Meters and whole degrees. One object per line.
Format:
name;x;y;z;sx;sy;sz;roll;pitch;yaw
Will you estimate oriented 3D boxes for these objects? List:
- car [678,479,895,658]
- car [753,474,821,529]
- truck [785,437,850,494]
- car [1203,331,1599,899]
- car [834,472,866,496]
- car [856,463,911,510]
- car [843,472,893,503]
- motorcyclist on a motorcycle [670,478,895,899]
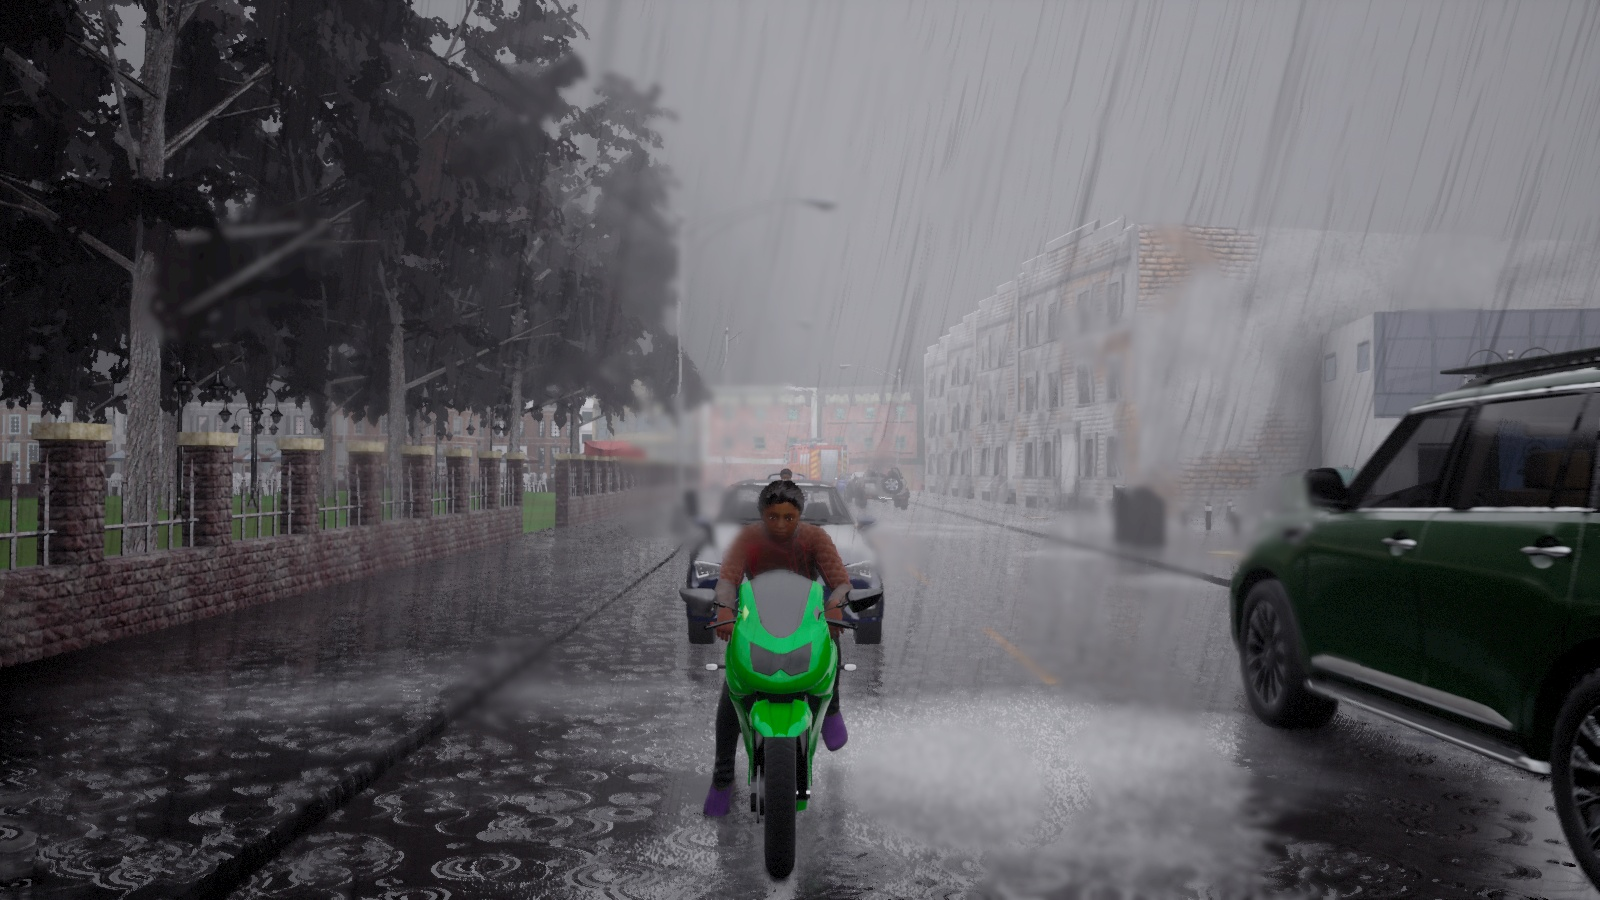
car;-0.142;1.041;12.652;1.816;1.474;4.193;0;-1;-1
car;-0.372;1.435;36.138;1.845;1.501;3.633;0;-1;-1
truck;1.147;1.140;89.522;2.891;3.827;8.468;0;-1;-11
car;3.922;0.618;5.977;2.150;2.045;5.566;0;-1;-1
car;3.144;2.156;80.022;1.816;1.474;4.193;0;-1;-1
car;3.449;1.496;52.461;1.932;1.855;4.605;0;-1;0
car;3.337;1.852;62.729;2.163;1.488;4.792;0;-1;-1
motorcyclist on a motorcycle;-0.073;0.890;5.518;0.797;1.523;2.044;0;-1;-1
